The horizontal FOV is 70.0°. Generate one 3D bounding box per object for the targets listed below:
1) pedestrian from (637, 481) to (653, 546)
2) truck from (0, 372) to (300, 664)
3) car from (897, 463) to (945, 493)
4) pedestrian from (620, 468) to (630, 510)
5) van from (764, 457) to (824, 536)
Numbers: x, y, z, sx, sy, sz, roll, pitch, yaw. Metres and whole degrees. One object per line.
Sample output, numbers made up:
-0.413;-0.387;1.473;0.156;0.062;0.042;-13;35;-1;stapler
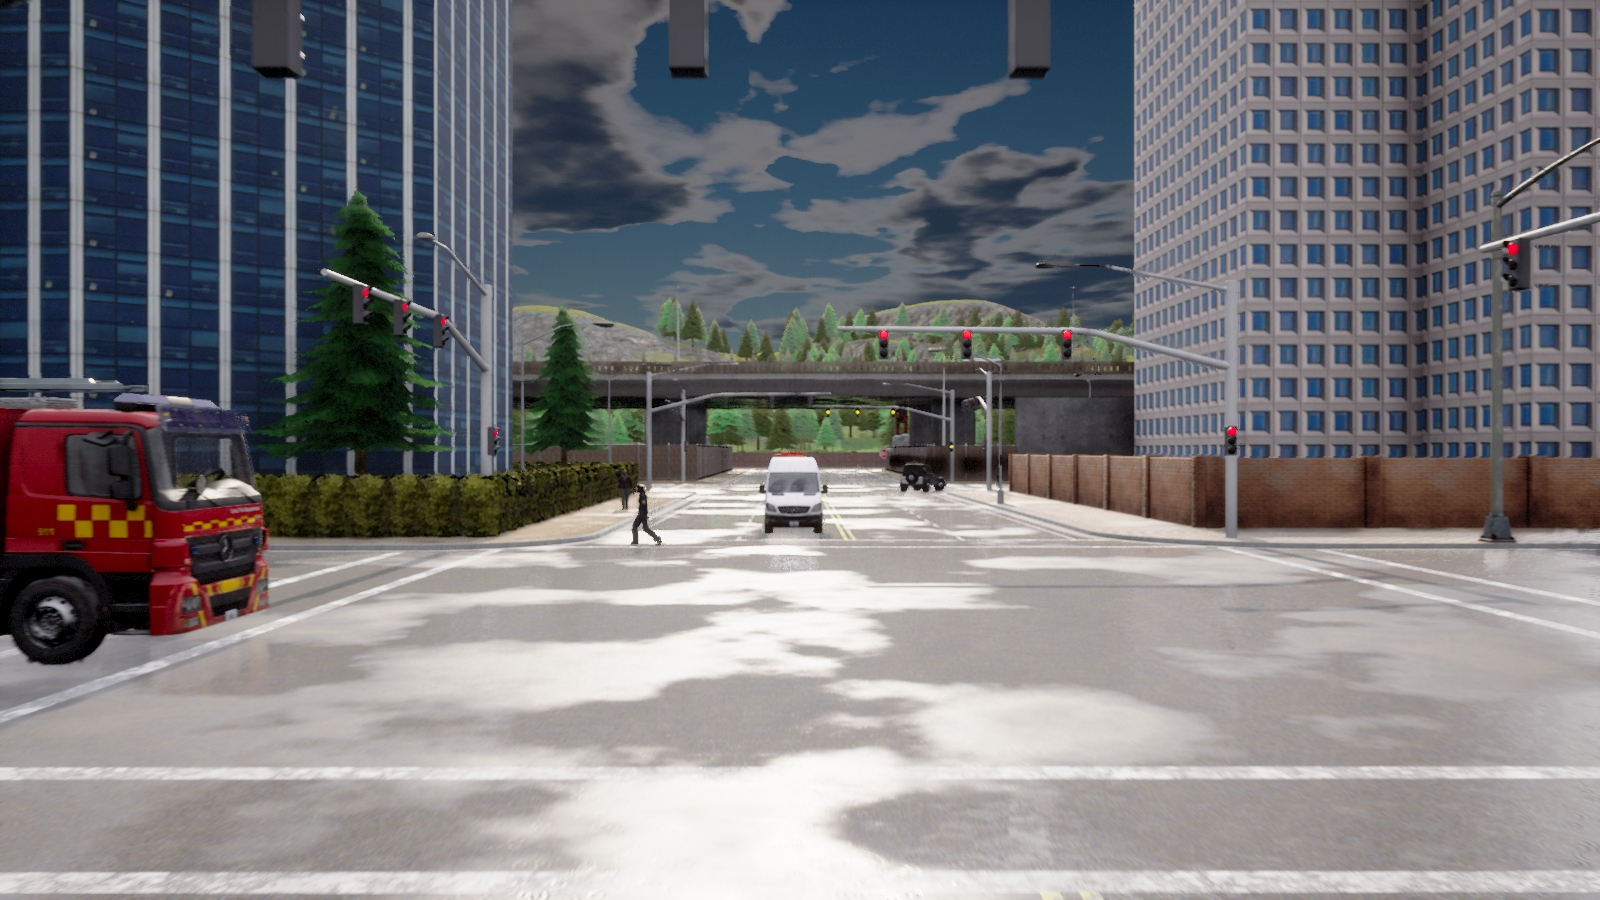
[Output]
-4.526;1.850;33.340;0.375;1.860;0.375;0;0;4;pedestrian
-12.061;0.891;16.425;8.468;3.827;2.891;0;0;-1;truck
8.152;1.837;76.732;1.905;1.878;3.866;0;0;29;car
-7.634;1.698;49.817;0.375;1.860;0.375;0;0;2;pedestrian
-0.244;1.536;40.272;1.988;2.561;5.915;0;0;-1;van
